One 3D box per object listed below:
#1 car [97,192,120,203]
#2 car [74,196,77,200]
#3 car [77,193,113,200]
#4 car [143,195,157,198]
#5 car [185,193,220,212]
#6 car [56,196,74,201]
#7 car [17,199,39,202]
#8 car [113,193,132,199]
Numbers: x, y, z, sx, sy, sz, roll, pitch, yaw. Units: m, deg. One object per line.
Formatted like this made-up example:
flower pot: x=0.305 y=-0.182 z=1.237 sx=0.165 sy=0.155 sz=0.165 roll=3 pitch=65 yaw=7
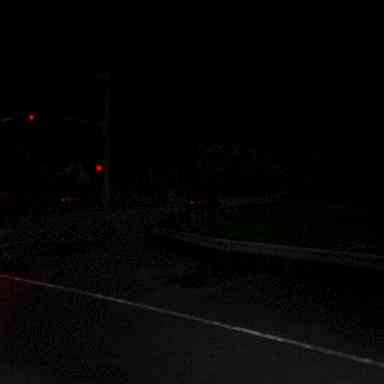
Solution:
car: x=-17.801 y=1.133 z=71.356 sx=2.150 sy=2.045 sz=5.566 roll=0 pitch=0 yaw=17
car: x=-18.146 y=1.149 z=60.747 sx=2.150 sy=2.045 sz=5.566 roll=0 pitch=0 yaw=26
car: x=-15.007 y=1.289 z=51.826 sx=2.097 sy=1.767 sz=4.553 roll=0 pitch=0 yaw=27
car: x=-8.509 y=1.403 z=66.057 sx=2.128 sy=1.511 sz=4.902 roll=0 pitch=0 yaw=20
car: x=1.254 y=1.161 z=37.124 sx=2.150 sy=2.045 sz=5.566 roll=0 pitch=0 yaw=28
car: x=-22.263 y=1.408 z=60.383 sx=1.882 sy=1.535 sz=5.008 roll=0 pitch=0 yaw=28
car: x=-20.500 y=1.523 z=41.278 sx=1.994 sy=1.385 sz=4.181 roll=0 pitch=0 yaw=28
car: x=-14.417 y=1.431 z=70.451 sx=2.128 sy=1.511 sz=4.902 roll=0 pitch=0 yaw=17
